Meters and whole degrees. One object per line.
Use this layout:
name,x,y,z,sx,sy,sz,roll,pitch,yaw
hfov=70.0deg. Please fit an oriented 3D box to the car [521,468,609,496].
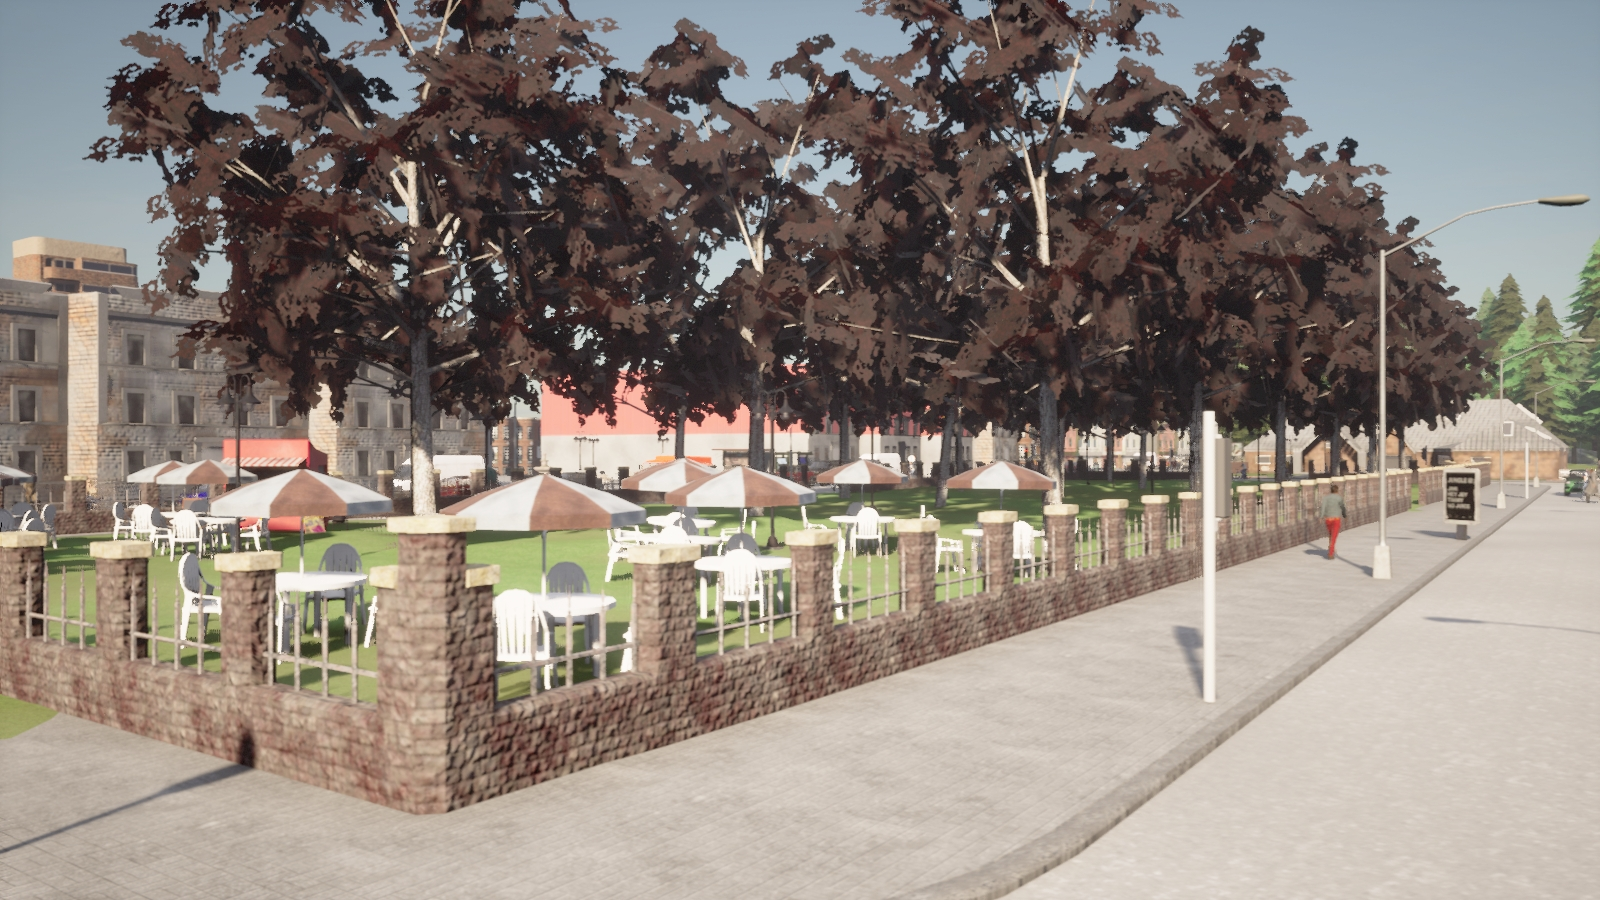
car,-13.886,1.848,67.734,2.097,1.535,5.006,0,0,35

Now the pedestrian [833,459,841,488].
pedestrian,2.468,1.551,75.754,0.375,1.860,0.375,0,0,34

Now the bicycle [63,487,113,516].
bicycle,-28.841,2.070,46.285,0.859,1.080,1.487,0,0,35

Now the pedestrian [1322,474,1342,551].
pedestrian,13.076,1.529,28.078,0.375,1.860,0.375,0,0,37

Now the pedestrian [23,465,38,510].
pedestrian,-31.902,1.559,47.348,0.375,1.860,0.375,0,0,28

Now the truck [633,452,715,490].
truck,-8.305,1.398,75.715,2.627,2.467,5.204,0,-1,35

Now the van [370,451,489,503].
van,-19.349,1.347,59.907,1.988,2.561,5.915,0,0,35

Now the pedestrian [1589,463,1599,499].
pedestrian,41.488,1.630,59.673,0.375,1.860,0.375,0,0,-39

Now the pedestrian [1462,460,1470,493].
pedestrian,38.291,1.530,65.674,0.375,1.860,0.375,0,0,34
